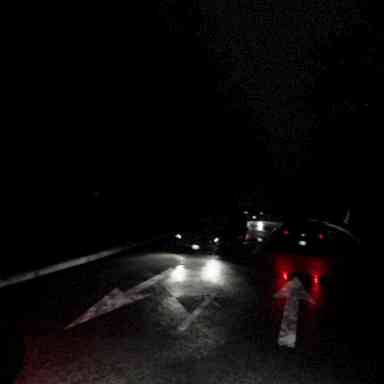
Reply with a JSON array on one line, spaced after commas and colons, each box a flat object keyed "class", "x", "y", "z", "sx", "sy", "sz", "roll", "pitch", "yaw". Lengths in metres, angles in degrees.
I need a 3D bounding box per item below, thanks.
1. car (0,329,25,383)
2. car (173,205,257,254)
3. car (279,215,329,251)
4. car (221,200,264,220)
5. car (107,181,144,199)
[{"class": "car", "x": -3.028, "y": 1.449, "z": 1.153, "sx": 1.895, "sy": 1.301, "sz": 4.718, "roll": 3, "pitch": 0, "yaw": 14}, {"class": "car", "x": 1.071, "y": 1.498, "z": 13.817, "sx": 2.033, "sy": 1.411, "sz": 5.357, "roll": 3, "pitch": 1, "yaw": 21}, {"class": "car", "x": 5.103, "y": 1.718, "z": 15.190, "sx": 1.895, "sy": 1.301, "sz": 4.718, "roll": 3, "pitch": 1, "yaw": 19}, {"class": "car", "x": 3.992, "y": 1.389, "z": 27.646, "sx": 2.033, "sy": 1.411, "sz": 5.357, "roll": 3, "pitch": 2, "yaw": -16}, {"class": "car", "x": -7.731, "y": -0.323, "z": 41.220, "sx": 5.566, "sy": 2.045, "sz": 2.150, "roll": 6, "pitch": 1, "yaw": 20}]
